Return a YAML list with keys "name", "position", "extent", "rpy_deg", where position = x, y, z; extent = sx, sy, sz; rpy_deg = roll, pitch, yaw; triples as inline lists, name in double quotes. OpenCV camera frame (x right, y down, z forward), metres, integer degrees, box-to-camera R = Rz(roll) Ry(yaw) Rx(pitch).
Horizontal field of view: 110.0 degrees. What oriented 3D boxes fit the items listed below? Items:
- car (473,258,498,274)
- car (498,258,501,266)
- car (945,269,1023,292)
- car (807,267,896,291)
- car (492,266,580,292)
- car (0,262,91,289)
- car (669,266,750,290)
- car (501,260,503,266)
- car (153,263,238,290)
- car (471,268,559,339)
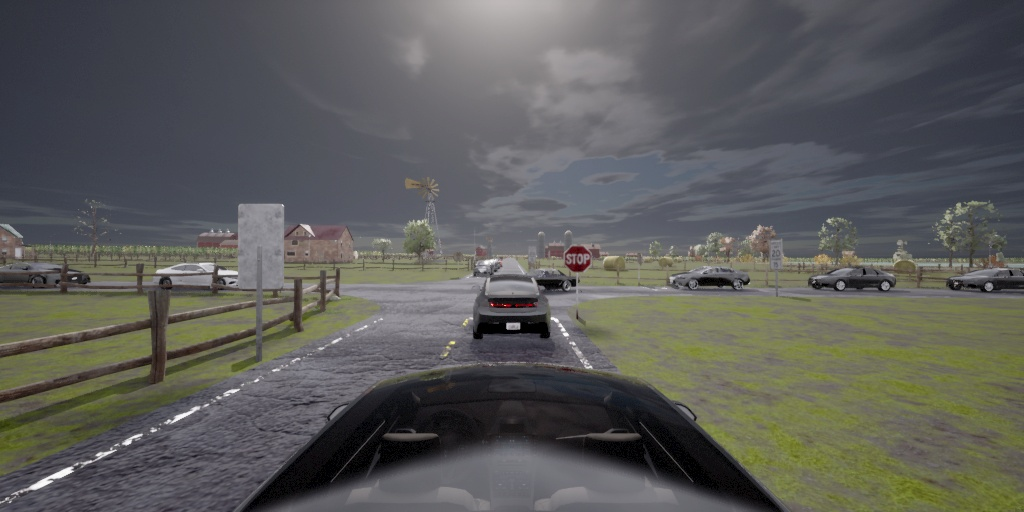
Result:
- name: "car"
  position: [-2.854, 1.243, 36.785]
  extent: [2.128, 1.511, 4.902]
  rpy_deg: [0, 0, 0]
- name: "car"
  position: [-2.845, 1.241, 46.231]
  extent: [2.128, 1.511, 4.902]
  rpy_deg: [0, 0, 0]
- name: "car"
  position: [31.706, 1.587, 23.660]
  extent: [4.892, 1.490, 1.837]
  rpy_deg: [1, -1, -1]
- name: "car"
  position: [22.203, 1.499, 23.540]
  extent: [4.892, 1.490, 1.837]
  rpy_deg: [1, -1, -1]
- name: "car"
  position: [1.502, 1.369, 20.144]
  extent: [4.718, 1.301, 1.895]
  rpy_deg: [1, 0, -35]
- name: "car"
  position: [-26.361, 1.048, 19.936]
  extent: [4.181, 1.385, 1.994]
  rpy_deg: [1, -1, -1]
- name: "car"
  position: [12.801, 1.397, 23.370]
  extent: [4.902, 1.511, 2.128]
  rpy_deg: [1, -1, -2]
- name: "car"
  position: [-2.813, 1.240, 55.773]
  extent: [2.128, 1.511, 4.902]
  rpy_deg: [0, 0, 0]
- name: "car"
  position: [-17.241, 1.103, 20.057]
  extent: [4.674, 1.442, 1.812]
  rpy_deg: [1, -1, -1]
- name: "car"
  position: [-0.073, 1.256, 10.098]
  extent: [1.837, 1.490, 4.892]
  rpy_deg: [0, 0, -2]
